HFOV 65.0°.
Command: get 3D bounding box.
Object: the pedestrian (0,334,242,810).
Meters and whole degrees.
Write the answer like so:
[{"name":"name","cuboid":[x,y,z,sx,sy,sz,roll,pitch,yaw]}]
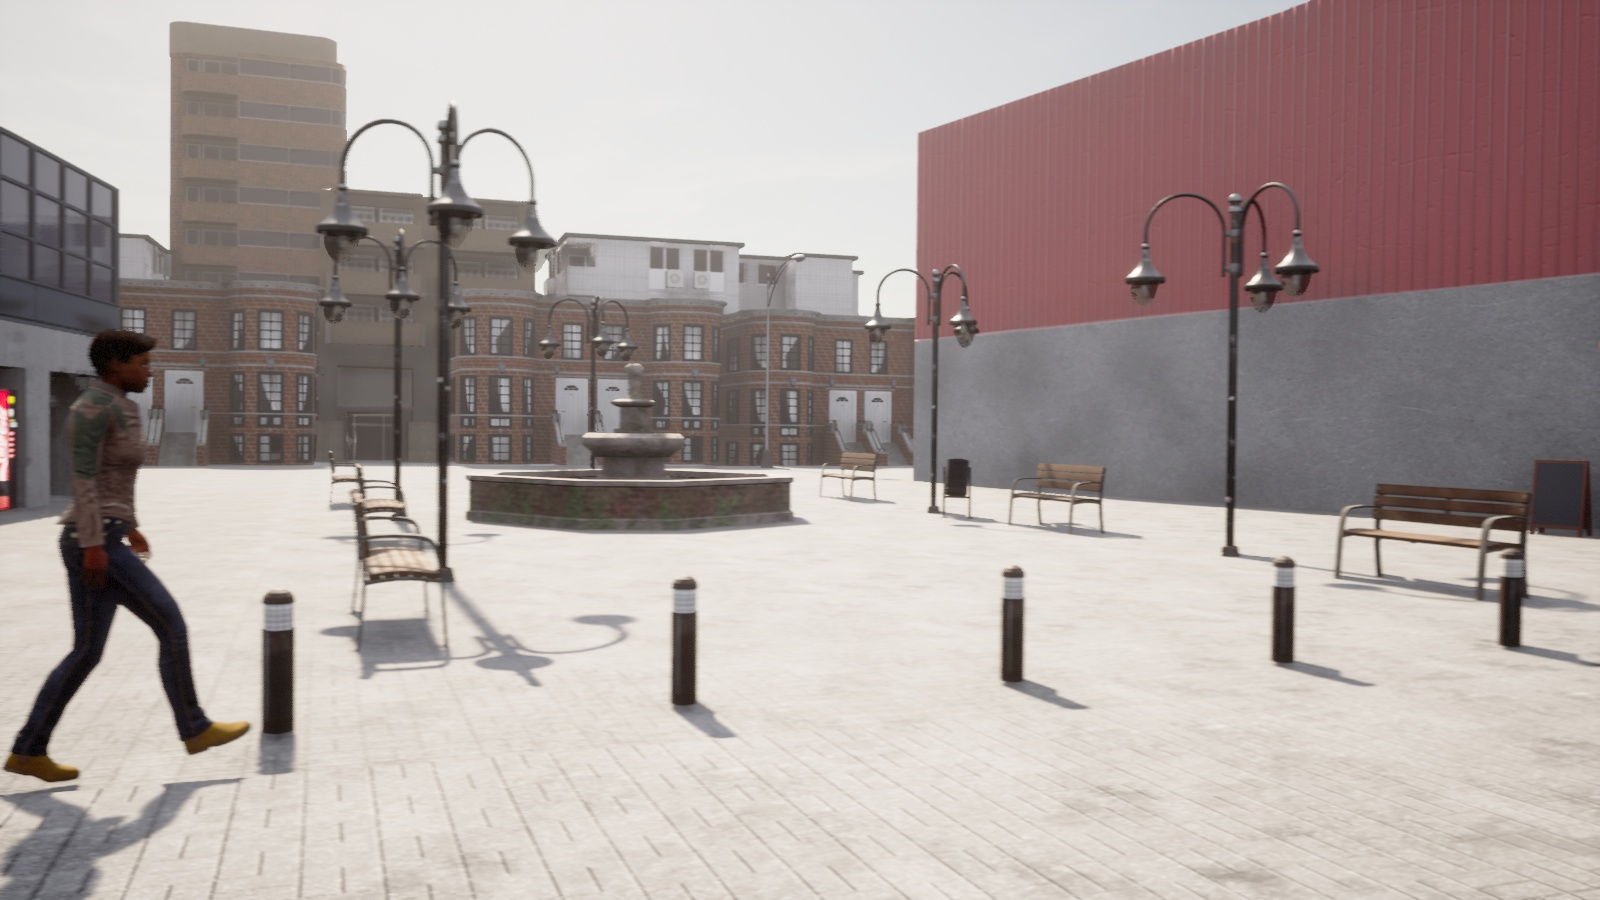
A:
[{"name":"pedestrian","cuboid":[-2.749,0.455,5.071,0.869,1.805,0.328,-1,1,-26]}]
